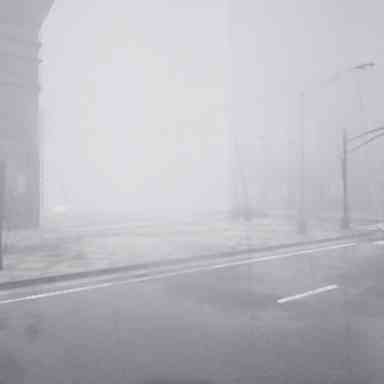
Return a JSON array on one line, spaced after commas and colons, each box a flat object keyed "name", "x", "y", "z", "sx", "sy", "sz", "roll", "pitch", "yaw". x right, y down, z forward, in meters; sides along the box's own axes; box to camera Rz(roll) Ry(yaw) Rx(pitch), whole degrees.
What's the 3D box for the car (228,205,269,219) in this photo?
[{"name": "car", "x": 5.517, "y": 1.947, "z": 32.910, "sx": 1.994, "sy": 1.385, "sz": 4.181, "roll": 0, "pitch": -1, "yaw": -35}]
